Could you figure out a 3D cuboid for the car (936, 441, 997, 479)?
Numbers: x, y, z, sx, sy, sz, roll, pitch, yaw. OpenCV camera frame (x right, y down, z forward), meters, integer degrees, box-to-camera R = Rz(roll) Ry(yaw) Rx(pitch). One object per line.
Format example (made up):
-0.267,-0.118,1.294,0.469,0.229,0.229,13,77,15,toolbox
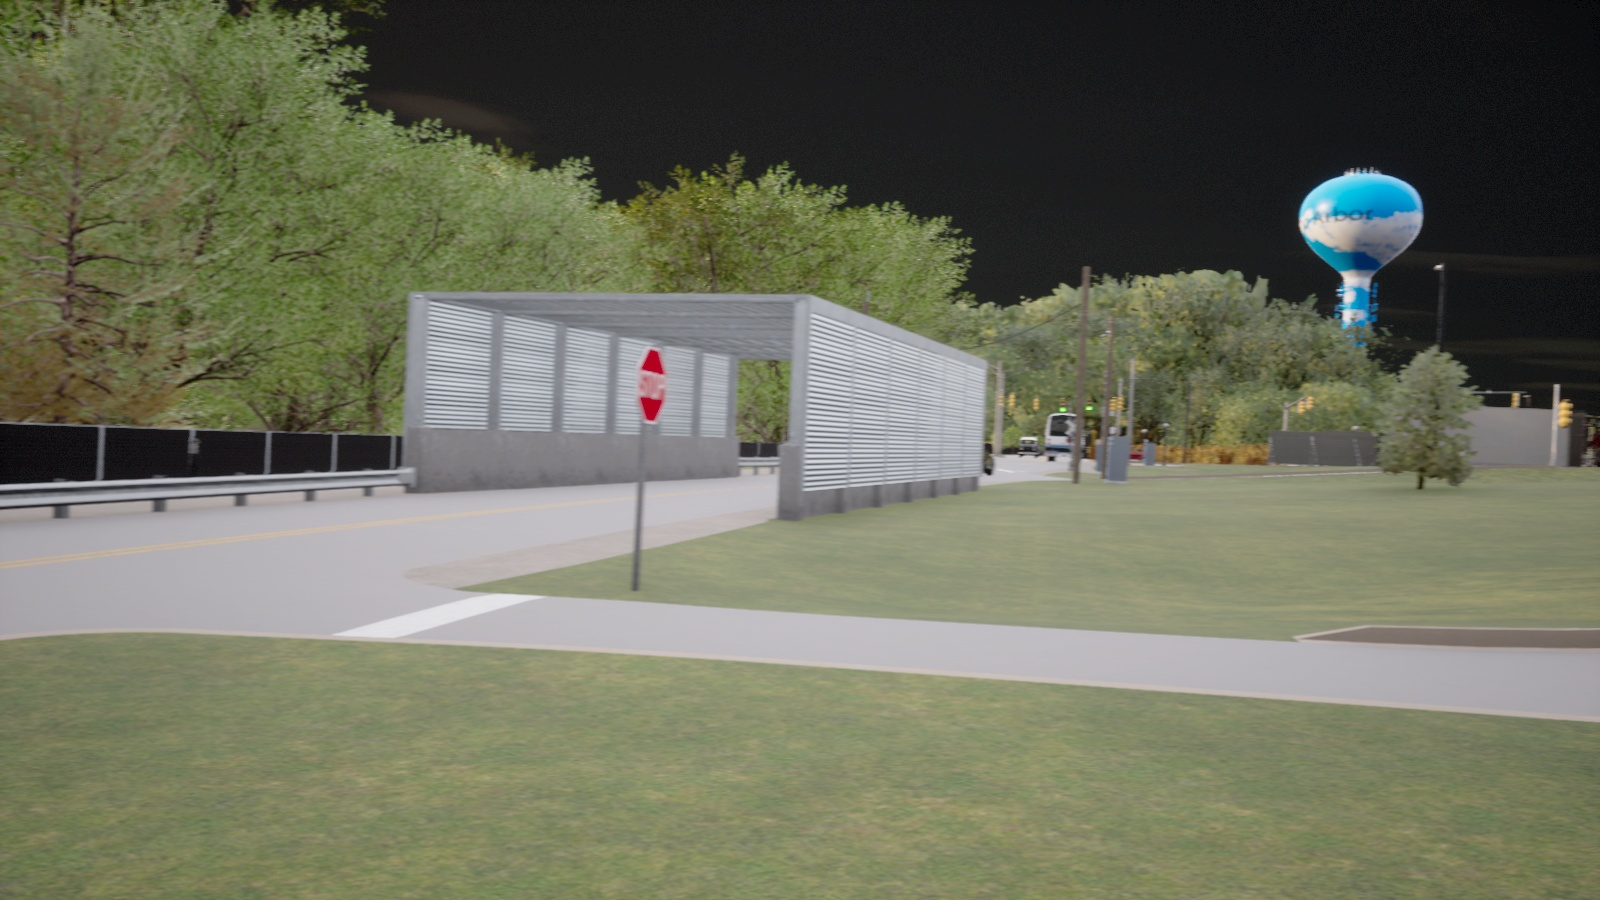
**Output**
8.200,0.480,61.564,2.033,1.649,4.856,4,1,18,car

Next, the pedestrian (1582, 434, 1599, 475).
36.949,0.216,58.294,0.634,1.844,0.899,3,-1,4,pedestrian
